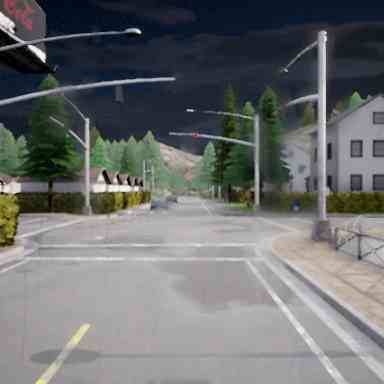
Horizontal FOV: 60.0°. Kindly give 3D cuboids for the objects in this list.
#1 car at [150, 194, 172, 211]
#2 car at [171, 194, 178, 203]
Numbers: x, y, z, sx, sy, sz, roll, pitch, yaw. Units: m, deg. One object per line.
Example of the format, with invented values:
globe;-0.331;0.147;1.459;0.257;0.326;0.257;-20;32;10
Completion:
car;-3.590;1.318;37.792;1.812;1.442;4.674;0;1;0
car;-3.519;1.190;57.691;1.837;1.490;4.892;0;0;0
